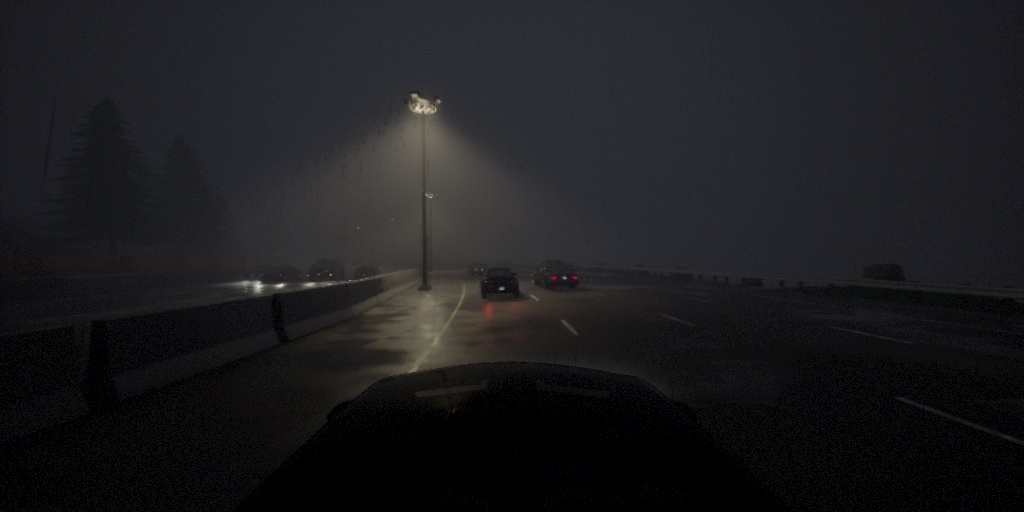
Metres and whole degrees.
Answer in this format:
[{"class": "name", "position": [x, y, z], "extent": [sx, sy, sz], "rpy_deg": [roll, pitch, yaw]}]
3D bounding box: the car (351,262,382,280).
[{"class": "car", "position": [-14.230, 1.572, 35.420], "extent": [1.994, 1.385, 4.181], "rpy_deg": [-1, 0, -12]}]

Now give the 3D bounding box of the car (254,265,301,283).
[{"class": "car", "position": [-20.716, 1.557, 32.275], "extent": [1.882, 1.535, 5.008], "rpy_deg": [-1, 0, -12]}]

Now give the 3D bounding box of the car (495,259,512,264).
[{"class": "car", "position": [-1.551, 1.256, 56.139], "extent": [2.097, 1.767, 4.553], "rpy_deg": [-1, 0, -18]}]

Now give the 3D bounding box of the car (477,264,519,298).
[{"class": "car", "position": [-0.731, 1.327, 18.959], "extent": [1.812, 1.442, 4.674], "rpy_deg": [0, 0, -6]}]

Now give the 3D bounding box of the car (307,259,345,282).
[{"class": "car", "position": [-17.513, 1.267, 34.120], "extent": [2.150, 2.045, 5.566], "rpy_deg": [-1, 0, -12]}]

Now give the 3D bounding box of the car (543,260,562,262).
[{"class": "car", "position": [3.823, 1.139, 35.553], "extent": [2.097, 1.767, 4.553], "rpy_deg": [-1, 0, -11]}]

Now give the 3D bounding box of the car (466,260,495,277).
[{"class": "car", "position": [-3.636, 1.434, 38.575], "extent": [2.033, 1.411, 5.357], "rpy_deg": [-1, 0, -14]}]

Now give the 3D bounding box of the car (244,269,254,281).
[{"class": "car", "position": [-25.221, 1.636, 36.400], "extent": [2.128, 1.511, 4.902], "rpy_deg": [-1, 0, -13]}]

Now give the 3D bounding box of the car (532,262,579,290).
[{"class": "car", "position": [2.632, 1.318, 22.961], "extent": [2.033, 1.411, 5.357], "rpy_deg": [-1, 0, -9]}]
